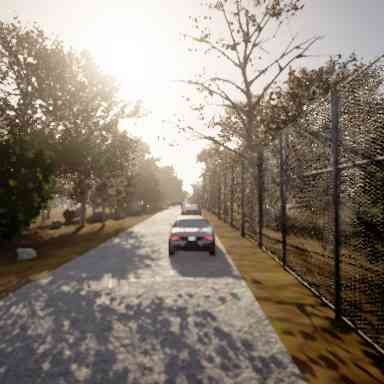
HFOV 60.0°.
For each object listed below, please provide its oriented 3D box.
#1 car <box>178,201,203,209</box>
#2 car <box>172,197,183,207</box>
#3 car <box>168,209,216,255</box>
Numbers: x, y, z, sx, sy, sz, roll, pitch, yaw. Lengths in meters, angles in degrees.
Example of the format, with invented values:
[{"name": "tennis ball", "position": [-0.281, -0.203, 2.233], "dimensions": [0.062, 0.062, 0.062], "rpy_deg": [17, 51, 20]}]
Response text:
[{"name": "car", "position": [-0.048, 1.813, 29.393], "dimensions": [1.812, 1.442, 4.674], "rpy_deg": [0, 0, 0]}, {"name": "car", "position": [-3.087, 2.174, 71.003], "dimensions": [2.150, 2.045, 5.566], "rpy_deg": [0, -1, -1]}, {"name": "car", "position": [-0.008, 1.685, 14.015], "dimensions": [2.033, 1.411, 5.357], "rpy_deg": [0, -1, 0]}]
